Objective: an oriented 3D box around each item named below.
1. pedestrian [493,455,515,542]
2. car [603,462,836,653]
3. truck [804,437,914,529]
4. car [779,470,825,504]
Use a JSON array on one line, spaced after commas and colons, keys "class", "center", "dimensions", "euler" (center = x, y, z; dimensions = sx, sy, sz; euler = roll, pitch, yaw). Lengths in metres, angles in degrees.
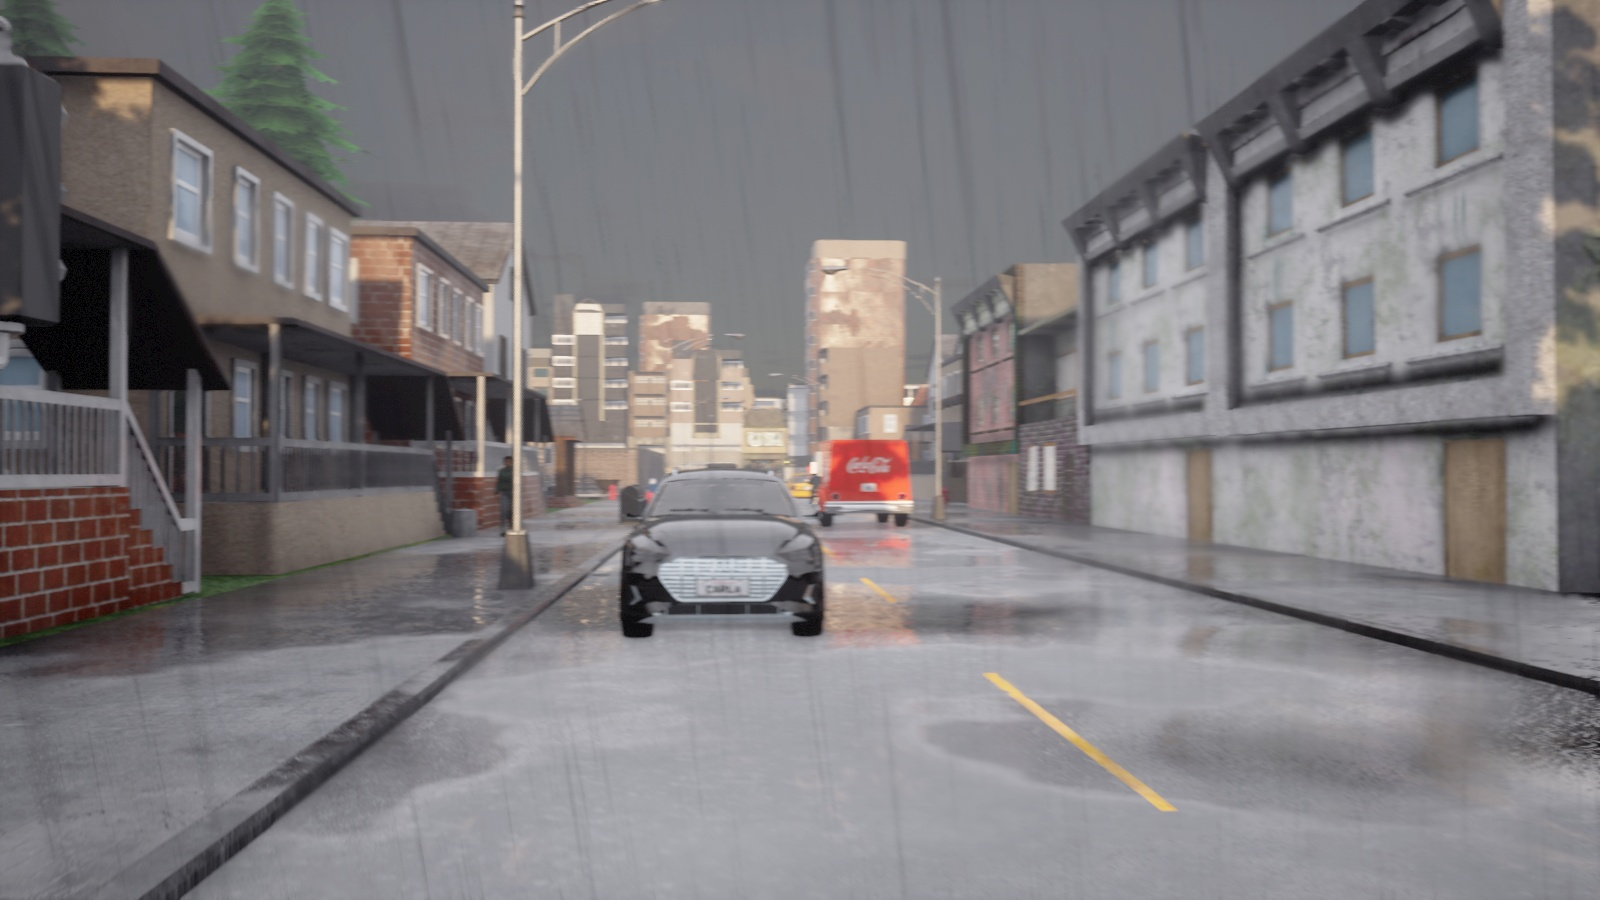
[{"class": "pedestrian", "center": [-6.385, 1.036, 27.101], "dimensions": [0.353, 1.847, 0.614], "euler": [0, -1, -4]}, {"class": "car", "center": [-0.857, 0.980, 13.463], "dimensions": [2.033, 1.649, 4.856], "euler": [0, -1, -4]}, {"class": "truck", "center": [1.622, 0.937, 36.785], "dimensions": [2.627, 2.467, 5.204], "euler": [0, -1, -4]}, {"class": "car", "center": [0.040, 1.788, 61.167], "dimensions": [1.801, 1.575, 5.366], "euler": [0, -1, -5]}]
